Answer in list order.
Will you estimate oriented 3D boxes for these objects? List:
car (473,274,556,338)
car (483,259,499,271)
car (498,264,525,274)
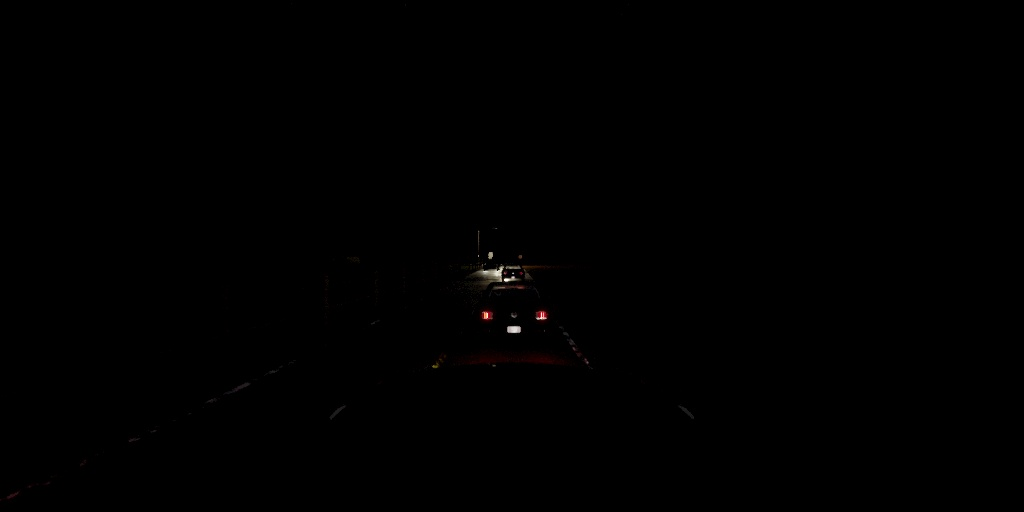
[{"bbox_3d":[0.061,1.355,10.220,1.895,1.301,4.718,0,0,0],"label":"car"},{"bbox_3d":[-2.798,1.155,49.277,2.097,1.767,4.553,0,0,0],"label":"car"},{"bbox_3d":[0.084,1.376,29.955,1.895,1.301,4.718,0,0,0],"label":"car"}]
